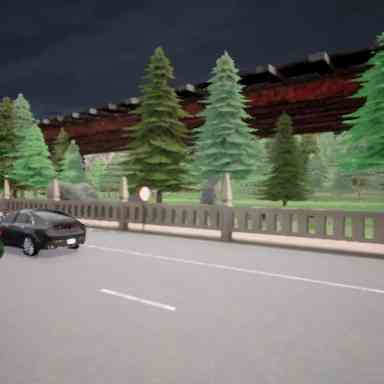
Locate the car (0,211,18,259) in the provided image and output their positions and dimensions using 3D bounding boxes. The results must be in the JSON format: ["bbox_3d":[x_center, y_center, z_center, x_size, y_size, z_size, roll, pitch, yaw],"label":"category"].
[{"bbox_3d":[-7.413,1.134,9.210,5.566,2.045,2.150,0,0,35],"label":"car"}]

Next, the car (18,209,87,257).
[{"bbox_3d":[-6.011,1.396,12.497,4.892,1.490,1.837,0,0,35],"label":"car"}]
